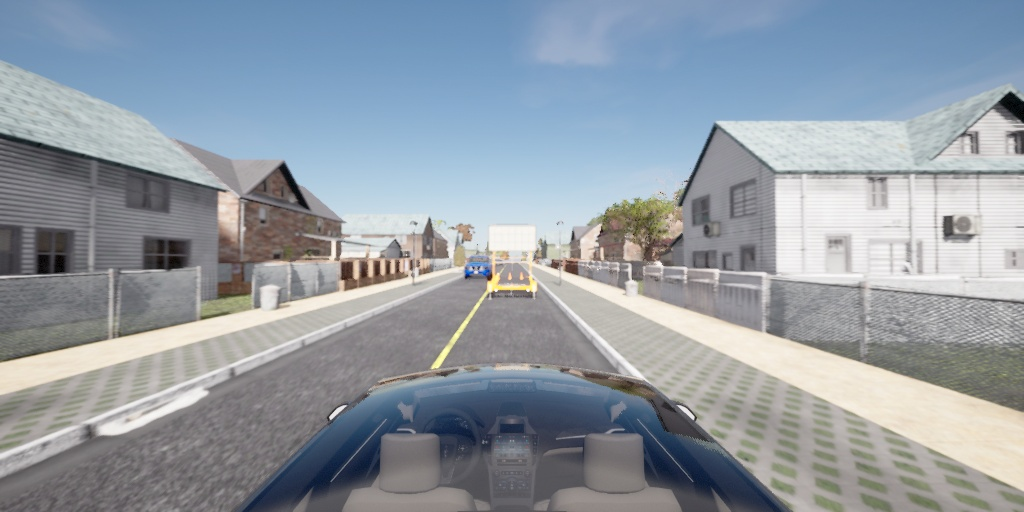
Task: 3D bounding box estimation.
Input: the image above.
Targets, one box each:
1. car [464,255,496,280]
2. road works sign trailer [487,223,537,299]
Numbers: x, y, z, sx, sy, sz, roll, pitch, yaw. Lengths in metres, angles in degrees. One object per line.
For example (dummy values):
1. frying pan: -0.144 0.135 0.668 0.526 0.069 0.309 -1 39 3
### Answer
1. car: -2.850 0.948 31.294 2.150 2.045 5.566 0 0 0
2. road works sign trailer: 0.011 0.194 17.721 2.380 3.560 2.880 0 0 0
